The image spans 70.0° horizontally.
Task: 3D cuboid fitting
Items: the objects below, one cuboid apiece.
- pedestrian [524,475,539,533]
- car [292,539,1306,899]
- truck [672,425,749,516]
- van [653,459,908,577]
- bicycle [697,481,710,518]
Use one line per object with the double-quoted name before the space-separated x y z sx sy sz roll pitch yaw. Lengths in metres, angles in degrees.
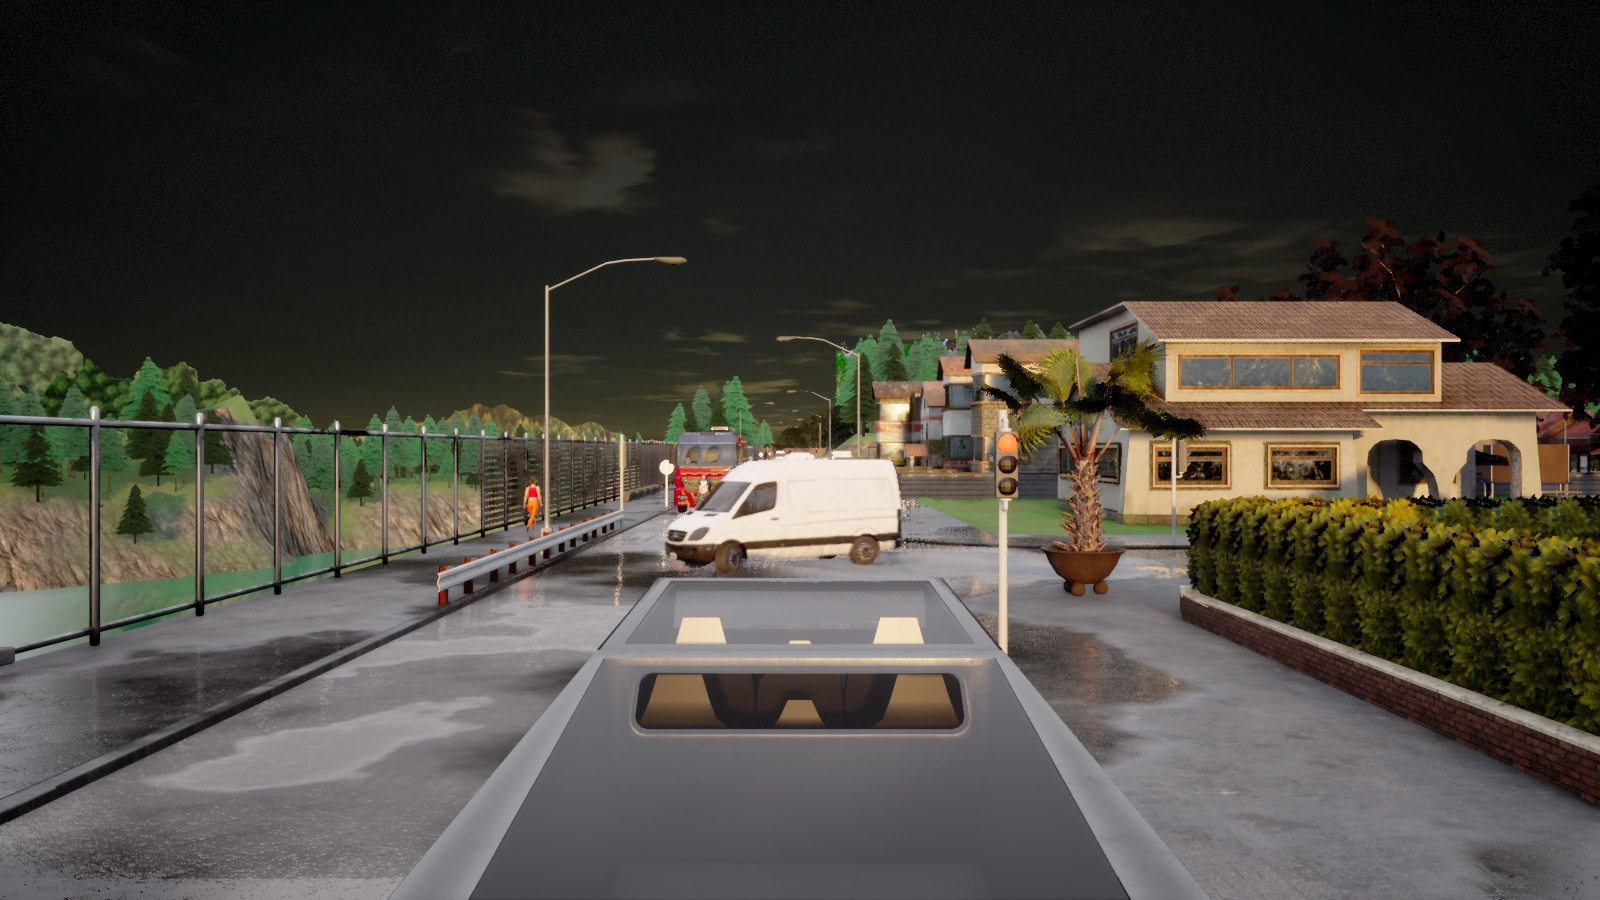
"pedestrian" -8.694 1.730 37.006 0.375 1.860 0.375 0 0 1
"car" -0.001 1.751 5.830 2.390 2.098 6.274 0 0 0
"truck" -3.997 0.871 52.639 2.891 3.827 8.468 0 0 0
"van" -0.389 1.523 27.506 5.915 2.561 1.988 0 -1 -31
"bicycle" -3.996 2.038 47.352 0.373 1.496 1.643 0 0 0
